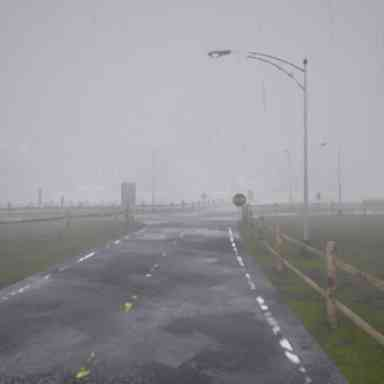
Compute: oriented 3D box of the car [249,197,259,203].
[{"bbox_3d":[15.959,2.048,85.199,1.837,1.490,4.892,0,0,25],"label":"car"}]
